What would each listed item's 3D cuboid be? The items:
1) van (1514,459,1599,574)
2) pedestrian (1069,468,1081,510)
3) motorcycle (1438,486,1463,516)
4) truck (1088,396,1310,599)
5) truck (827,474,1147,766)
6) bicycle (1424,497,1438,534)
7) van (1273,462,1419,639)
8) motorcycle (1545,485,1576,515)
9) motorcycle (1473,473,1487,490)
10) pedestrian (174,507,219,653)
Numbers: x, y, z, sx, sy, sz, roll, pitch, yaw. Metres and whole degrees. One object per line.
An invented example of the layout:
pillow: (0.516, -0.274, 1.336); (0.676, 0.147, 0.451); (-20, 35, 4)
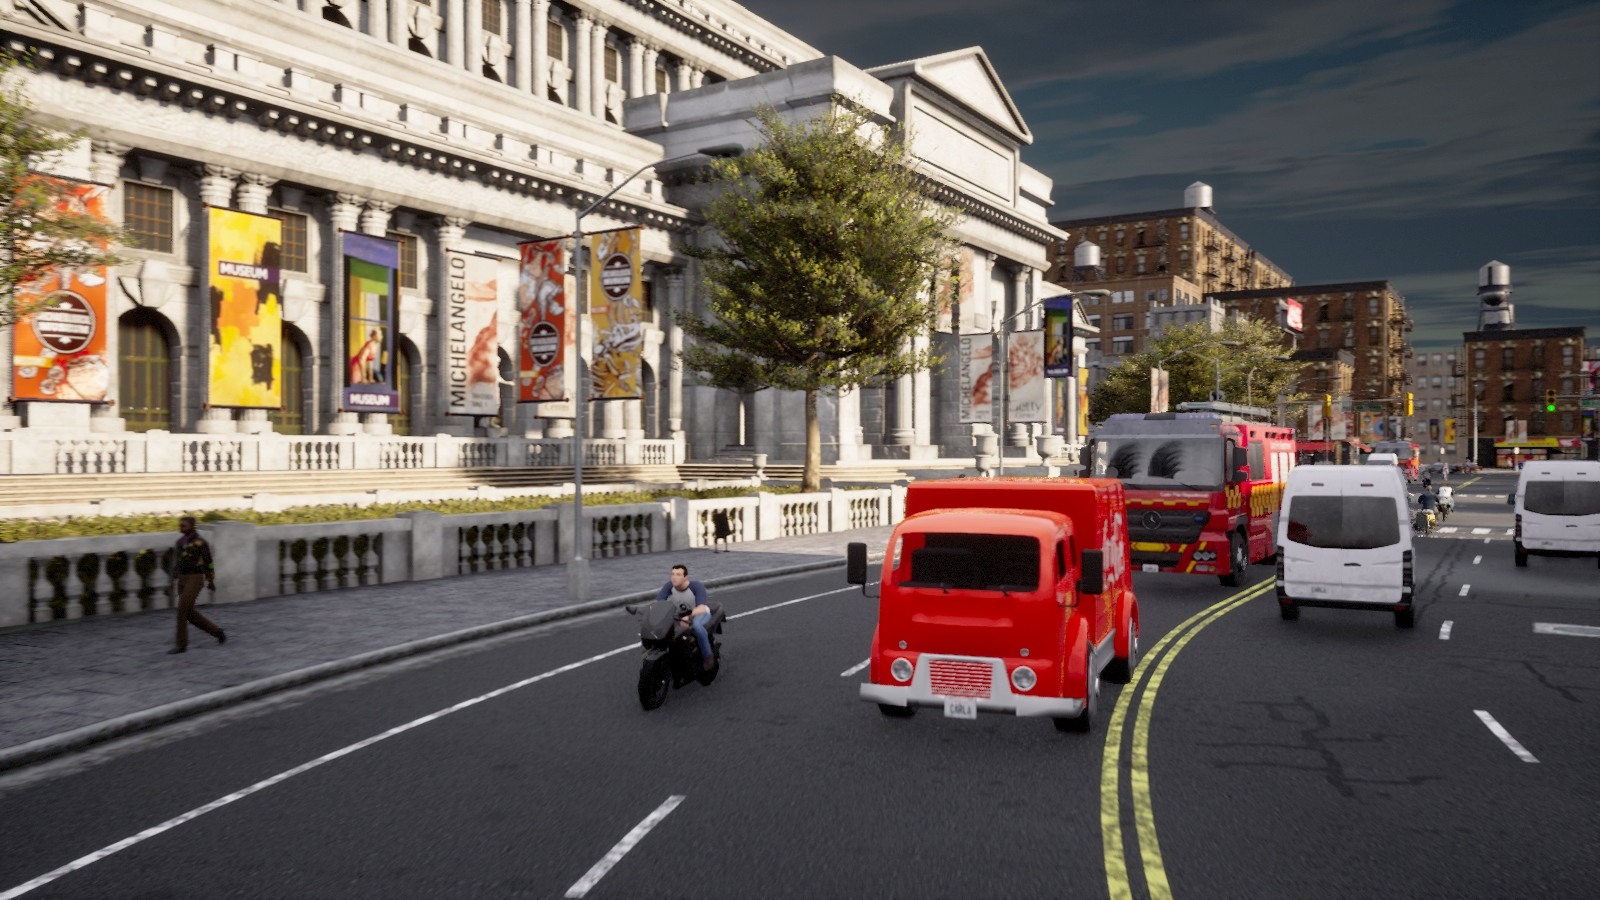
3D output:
van: (19.308, 1.545, 28.985); (1.988, 2.561, 5.915); (0, 0, 32)
pedestrian: (12.049, 1.705, 50.034); (0.375, 1.860, 0.375); (0, 0, -29)
motorcycle: (28.275, 2.197, 49.648); (0.856, 1.236, 1.805); (0, 0, 33)
truck: (9.335, 0.897, 25.944); (2.891, 3.827, 8.468); (0, 0, 33)
truck: (2.408, 1.570, 13.048); (2.627, 2.467, 5.204); (0, 0, 21)
bicycle: (21.489, 2.222, 38.917); (0.329, 1.171, 1.835); (0, 0, 32)
van: (9.772, 1.541, 20.171); (1.988, 2.561, 5.915); (0, 0, 29)
motorcycle: (33.729, 2.199, 50.679); (0.856, 1.236, 1.805); (2, 1, 41)
motorcycle: (48.361, 2.238, 81.246); (0.803, 1.145, 2.033); (0, 0, 33)
pedestrian: (-7.922, 1.694, 15.006); (0.375, 1.860, 0.375); (0, 0, 21)
